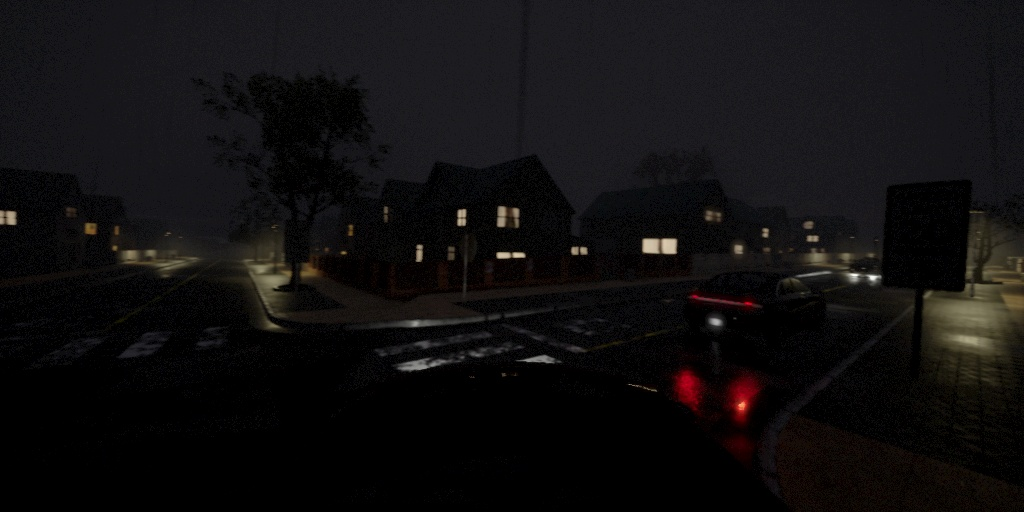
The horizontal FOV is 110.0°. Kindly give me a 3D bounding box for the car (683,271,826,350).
[{"bbox_3d":[6.136,1.140,8.886,4.902,1.511,2.128,0,3,-38],"label":"car"}]

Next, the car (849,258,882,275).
[{"bbox_3d":[32.343,0.891,32.554,4.181,1.385,1.994,0,3,-38],"label":"car"}]
